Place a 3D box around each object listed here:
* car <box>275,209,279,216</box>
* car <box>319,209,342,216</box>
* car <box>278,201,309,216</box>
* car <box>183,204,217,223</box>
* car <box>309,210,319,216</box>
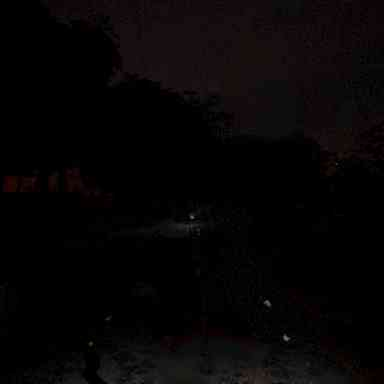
[{"bbox_3d":[13.220,2.640,46.524,1.994,1.385,4.181,-5,-6,36],"label":"car"},{"bbox_3d":[25.520,3.814,60.583,4.892,1.490,1.837,5,-8,-44],"label":"car"},{"bbox_3d":[11.544,1.833,37.655,1.970,1.475,3.806,-4,-4,28],"label":"car"},{"bbox_3d":[0.752,1.729,27.787,2.128,1.511,4.902,-2,-2,18],"label":"car"},{"bbox_3d":[22.957,4.055,62.160,4.181,1.385,1.994,5,-8,-44],"label":"car"}]
